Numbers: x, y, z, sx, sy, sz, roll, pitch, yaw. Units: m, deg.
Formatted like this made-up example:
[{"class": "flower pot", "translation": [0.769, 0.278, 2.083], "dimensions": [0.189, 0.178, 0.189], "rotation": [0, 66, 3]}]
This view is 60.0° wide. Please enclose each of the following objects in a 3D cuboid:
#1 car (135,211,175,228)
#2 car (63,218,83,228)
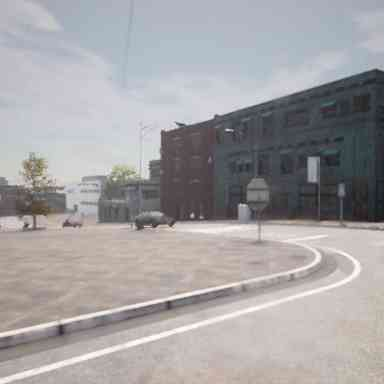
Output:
[{"class": "car", "translation": [-3.288, 2.333, 28.628], "dimensions": [1.812, 1.442, 4.674], "rotation": [0, -5, -37]}, {"class": "car", "translation": [-16.927, 4.375, 47.176], "dimensions": [1.812, 1.442, 4.674], "rotation": [0, -5, -36]}]
